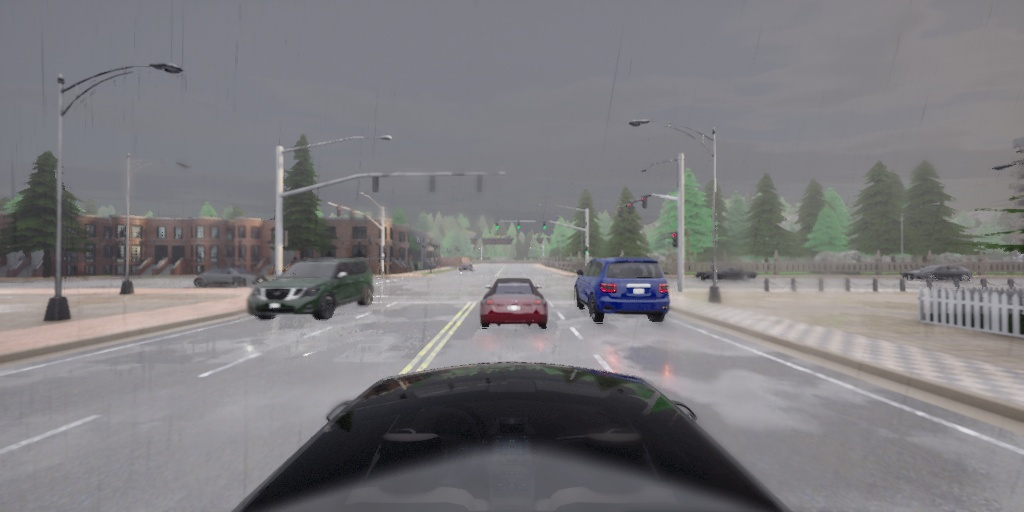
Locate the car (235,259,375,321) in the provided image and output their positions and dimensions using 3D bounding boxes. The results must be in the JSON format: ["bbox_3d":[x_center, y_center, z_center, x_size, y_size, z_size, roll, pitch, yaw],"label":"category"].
[{"bbox_3d":[-7.034,1.126,13.367,2.150,2.045,5.566,0,0,0],"label":"car"}]

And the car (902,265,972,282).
[{"bbox_3d":[37.859,1.536,32.004,4.892,1.490,1.837,0,-1,0],"label":"car"}]

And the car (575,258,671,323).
[{"bbox_3d":[3.628,1.078,12.722,2.150,2.045,5.566,0,0,2],"label":"car"}]

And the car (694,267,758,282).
[{"bbox_3d":[18.971,1.634,31.971,4.718,1.301,1.895,0,-1,0],"label":"car"}]

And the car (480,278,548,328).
[{"bbox_3d":[0.050,1.409,11.791,1.994,1.385,4.181,0,0,0],"label":"car"}]

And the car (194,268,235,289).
[{"bbox_3d":[-19.521,1.532,25.031,4.181,1.385,1.994,0,-1,-1],"label":"car"}]

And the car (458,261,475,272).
[{"bbox_3d":[-7.168,1.770,56.271,1.994,1.385,4.181,0,0,0],"label":"car"}]
